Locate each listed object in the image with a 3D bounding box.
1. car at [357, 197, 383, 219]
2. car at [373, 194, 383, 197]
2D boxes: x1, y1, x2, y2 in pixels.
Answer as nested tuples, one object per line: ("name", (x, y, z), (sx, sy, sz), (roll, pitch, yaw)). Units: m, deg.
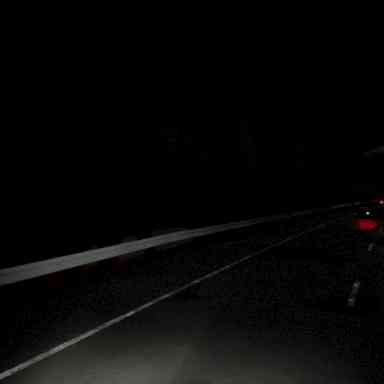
("car", (16.006, 1.505, 29.643), (1.837, 1.490, 4.892), (0, 0, 35))
("car", (22.051, 1.221, 38.190), (2.150, 2.045, 5.566), (0, 0, 35))
